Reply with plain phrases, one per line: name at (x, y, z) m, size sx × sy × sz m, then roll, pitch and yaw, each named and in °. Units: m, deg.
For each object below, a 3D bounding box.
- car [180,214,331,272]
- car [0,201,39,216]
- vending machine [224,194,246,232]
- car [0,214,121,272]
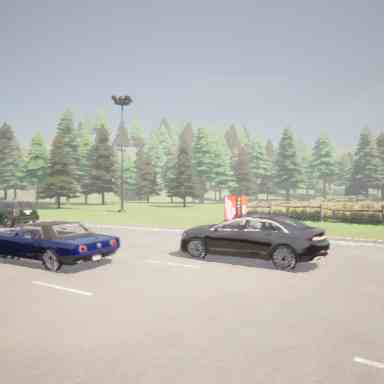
car at (1.883, 1.491, 10.849) m, size 4.902 × 1.511 × 2.128 m, roll 0°, pitch 0°, yaw 32°
car at (-12.369, 1.348, 21.923) m, size 4.553 × 1.767 × 2.097 m, roll 0°, pitch 0°, yaw 23°
vending machine at (2.522, 1.194, 19.369) m, size 0.880 × 2.100 × 1.100 m, roll 0°, pitch 0°, yaw 30°
car at (-4.692, 1.599, 10.709) m, size 4.718 × 1.301 × 1.895 m, roll 0°, pitch 0°, yaw 29°
